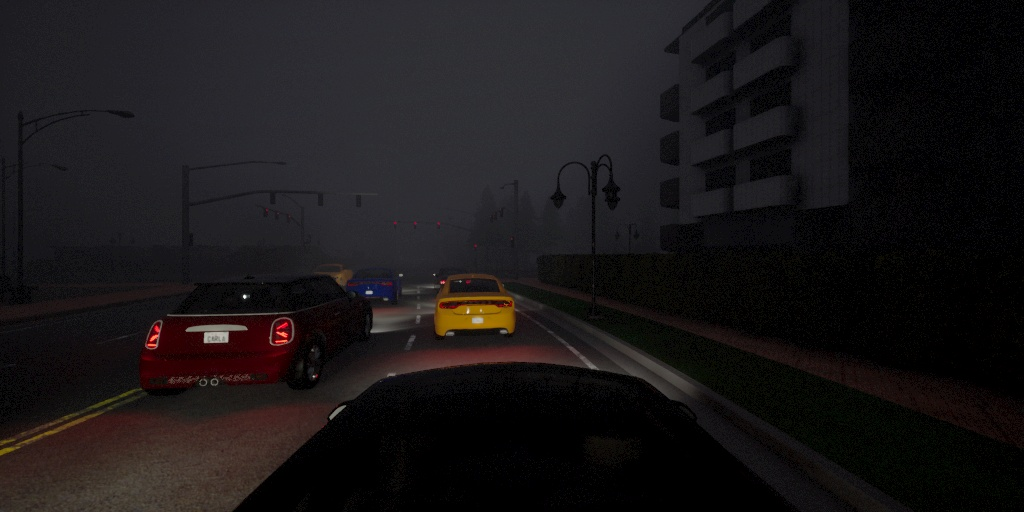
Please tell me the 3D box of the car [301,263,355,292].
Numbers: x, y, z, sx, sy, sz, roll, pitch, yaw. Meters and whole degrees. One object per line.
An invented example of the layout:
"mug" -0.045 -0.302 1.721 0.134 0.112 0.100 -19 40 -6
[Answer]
"car" -11.261 1.228 22.325 1.882 1.535 5.008 0 0 -14

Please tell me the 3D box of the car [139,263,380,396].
"car" -4.210 1.102 6.871 2.097 1.767 4.553 0 0 -8

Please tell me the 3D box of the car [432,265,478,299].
"car" -3.277 1.297 19.705 2.033 1.411 5.357 0 0 -14

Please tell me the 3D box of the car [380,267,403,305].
"car" -5.966 1.227 15.933 1.882 1.535 5.008 0 0 -14

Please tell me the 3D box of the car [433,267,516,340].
"car" -1.155 1.228 10.112 1.882 1.535 5.008 0 0 -10
